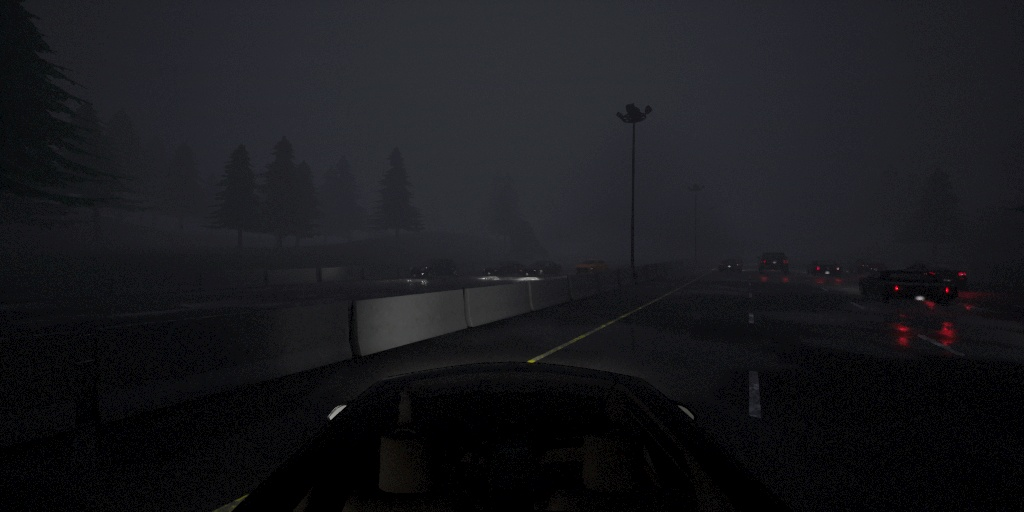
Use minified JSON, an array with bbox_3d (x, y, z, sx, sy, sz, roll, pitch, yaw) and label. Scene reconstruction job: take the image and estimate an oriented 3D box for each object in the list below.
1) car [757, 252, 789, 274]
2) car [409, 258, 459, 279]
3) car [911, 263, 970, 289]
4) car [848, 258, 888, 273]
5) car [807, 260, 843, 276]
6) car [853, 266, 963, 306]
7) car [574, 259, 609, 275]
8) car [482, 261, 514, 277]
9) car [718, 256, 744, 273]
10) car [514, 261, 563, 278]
[{"bbox_3d":[24.967,0.628,34.327,2.150,2.045,5.566,0,1,33],"label":"car"},{"bbox_3d":[-6.724,1.007,31.141,2.097,1.767,4.553,0,1,34],"label":"car"},{"bbox_3d":[24.689,1.107,21.210,1.812,1.442,4.674,0,0,33],"label":"car"},{"bbox_3d":[31.896,0.902,32.135,1.812,1.442,4.674,0,1,32],"label":"car"},{"bbox_3d":[27.191,1.032,31.345,1.895,1.301,4.718,0,1,33],"label":"car"},{"bbox_3d":[16.670,1.277,15.412,1.895,1.301,4.718,0,1,33],"label":"car"},{"bbox_3d":[7.531,1.032,33.588,1.882,1.535,5.008,0,1,34],"label":"car"},{"bbox_3d":[-0.565,1.147,34.086,2.033,1.411,5.357,0,1,34],"label":"car"},{"bbox_3d":[22.422,0.956,36.828,1.994,1.385,4.181,0,1,34],"label":"car"},{"bbox_3d":[2.768,1.141,32.769,2.033,1.411,5.357,0,1,34],"label":"car"}]
